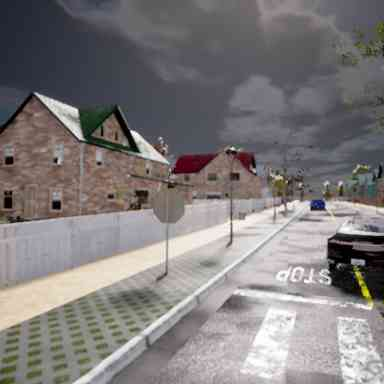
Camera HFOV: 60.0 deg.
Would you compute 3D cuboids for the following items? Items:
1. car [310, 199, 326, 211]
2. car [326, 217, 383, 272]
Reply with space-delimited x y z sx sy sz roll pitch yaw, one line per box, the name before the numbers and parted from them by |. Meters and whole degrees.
car | 16.820 1.661 44.447 1.882 1.535 5.008 0 0 21
car | 5.506 1.516 10.141 2.128 1.511 4.902 0 0 36
